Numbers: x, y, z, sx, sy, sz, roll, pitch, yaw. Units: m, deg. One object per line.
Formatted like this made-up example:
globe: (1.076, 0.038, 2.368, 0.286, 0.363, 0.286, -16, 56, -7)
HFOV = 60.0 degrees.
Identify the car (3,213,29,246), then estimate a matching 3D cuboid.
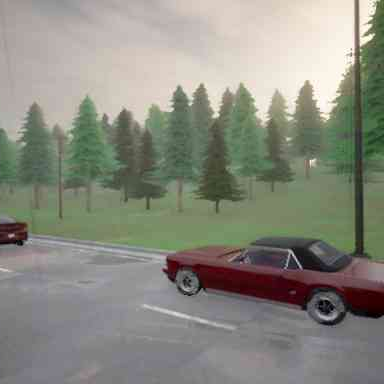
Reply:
car: (-9.343, 1.644, 14.939, 5.008, 1.535, 1.882, 0, 0, 35)

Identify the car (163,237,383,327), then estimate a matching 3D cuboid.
car: (1.656, 1.628, 7.092, 4.718, 1.301, 1.895, -1, 0, 36)

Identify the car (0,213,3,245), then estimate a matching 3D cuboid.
car: (-8.068, 1.345, 9.749, 5.566, 2.045, 2.150, -1, -1, 36)
